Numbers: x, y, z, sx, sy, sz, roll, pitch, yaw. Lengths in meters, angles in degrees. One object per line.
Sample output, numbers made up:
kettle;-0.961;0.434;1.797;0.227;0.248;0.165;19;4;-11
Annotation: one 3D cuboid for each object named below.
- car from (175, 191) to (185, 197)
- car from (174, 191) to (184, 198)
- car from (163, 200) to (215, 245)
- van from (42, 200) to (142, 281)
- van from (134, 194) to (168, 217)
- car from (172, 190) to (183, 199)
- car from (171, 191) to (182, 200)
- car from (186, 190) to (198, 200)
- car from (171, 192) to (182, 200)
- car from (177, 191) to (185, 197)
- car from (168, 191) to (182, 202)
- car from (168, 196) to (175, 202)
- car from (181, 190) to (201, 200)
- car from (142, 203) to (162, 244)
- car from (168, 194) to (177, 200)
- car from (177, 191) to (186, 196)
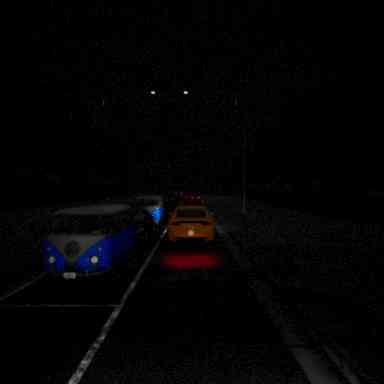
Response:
car;-2.725;0.499;75.764;1.947;1.339;4.313;1;1;0
car;-2.718;0.548;70.223;2.008;1.369;4.403;1;1;0
car;-0.036;1.334;14.729;1.882;1.535;5.008;0;0;0
van;-2.643;1.261;9.276;1.690;1.788;3.998;0;1;0
van;-2.652;1.118;20.366;1.690;1.788;3.998;1;1;0
car;-2.709;0.504;64.682;1.967;1.590;4.097;1;1;0
car;-2.679;0.955;42.529;1.947;1.339;4.313;1;1;0
car;0.025;0.474;60.294;2.097;1.767;4.553;0;1;0
car;-2.702;0.665;58.975;1.752;1.417;4.829;1;1;0
car;-2.732;0.414;81.303;1.887;1.381;4.507;1;1;0
car;-2.693;0.656;53.605;1.967;1.590;4.097;1;1;0
car;-2.660;1.252;25.914;1.947;1.339;4.313;1;1;0
car;0.047;0.736;42.787;2.097;1.767;4.553;0;1;0
car;-2.649;1.405;14.824;2.008;1.369;4.403;1;1;0
car;-2.665;1.168;31.453;1.802;1.307;4.206;1;1;0
car;-2.739;0.356;86.845;2.008;1.369;4.403;1;1;0
